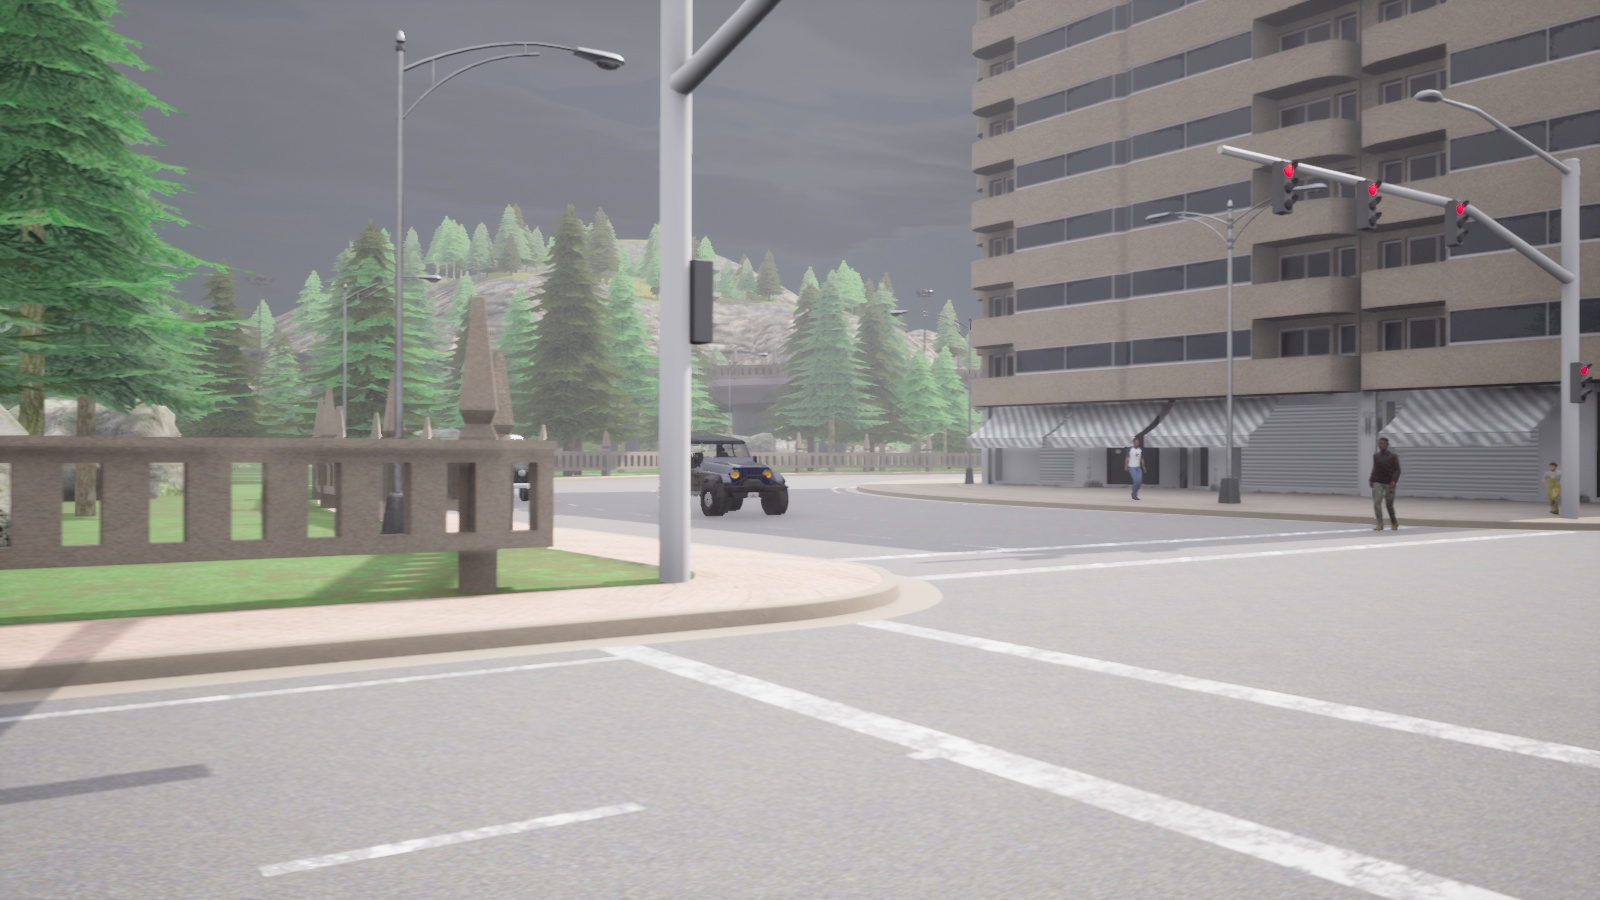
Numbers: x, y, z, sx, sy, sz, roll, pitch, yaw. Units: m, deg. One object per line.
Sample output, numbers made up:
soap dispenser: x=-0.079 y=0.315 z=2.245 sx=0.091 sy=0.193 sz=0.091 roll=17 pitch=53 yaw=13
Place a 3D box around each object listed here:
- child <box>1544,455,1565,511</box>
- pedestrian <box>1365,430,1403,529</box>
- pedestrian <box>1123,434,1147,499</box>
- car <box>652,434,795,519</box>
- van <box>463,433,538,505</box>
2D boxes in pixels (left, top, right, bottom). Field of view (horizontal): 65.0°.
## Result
child: x=17.167 y=0.755 z=28.579 sx=0.437 sy=1.263 sz=0.270 roll=0 pitch=0 yaw=-37
pedestrian: x=11.085 y=0.554 z=23.829 sx=0.703 sy=1.840 sz=0.431 roll=0 pitch=0 yaw=-44
pedestrian: x=9.568 y=0.456 z=35.883 sx=0.354 sy=1.836 sz=0.706 roll=0 pitch=0 yaw=-18
car: x=-1.889 y=0.587 z=29.930 sx=1.905 sy=1.878 sz=3.866 roll=0 pitch=0 yaw=-29
van: x=-9.092 y=0.547 z=37.886 sx=2.069 sy=2.038 sz=4.480 roll=0 pitch=0 yaw=-15
